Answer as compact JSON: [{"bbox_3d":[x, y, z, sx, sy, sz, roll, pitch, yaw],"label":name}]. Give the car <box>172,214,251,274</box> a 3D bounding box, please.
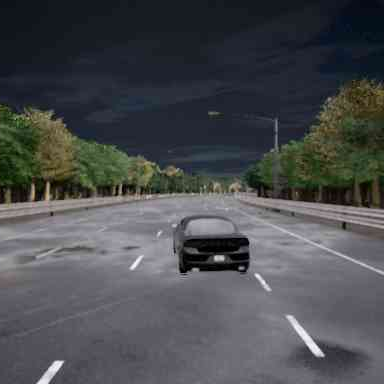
[{"bbox_3d":[0.424,1.447,10.594,1.882,1.535,5.008,0,1,-6],"label":"car"}]
